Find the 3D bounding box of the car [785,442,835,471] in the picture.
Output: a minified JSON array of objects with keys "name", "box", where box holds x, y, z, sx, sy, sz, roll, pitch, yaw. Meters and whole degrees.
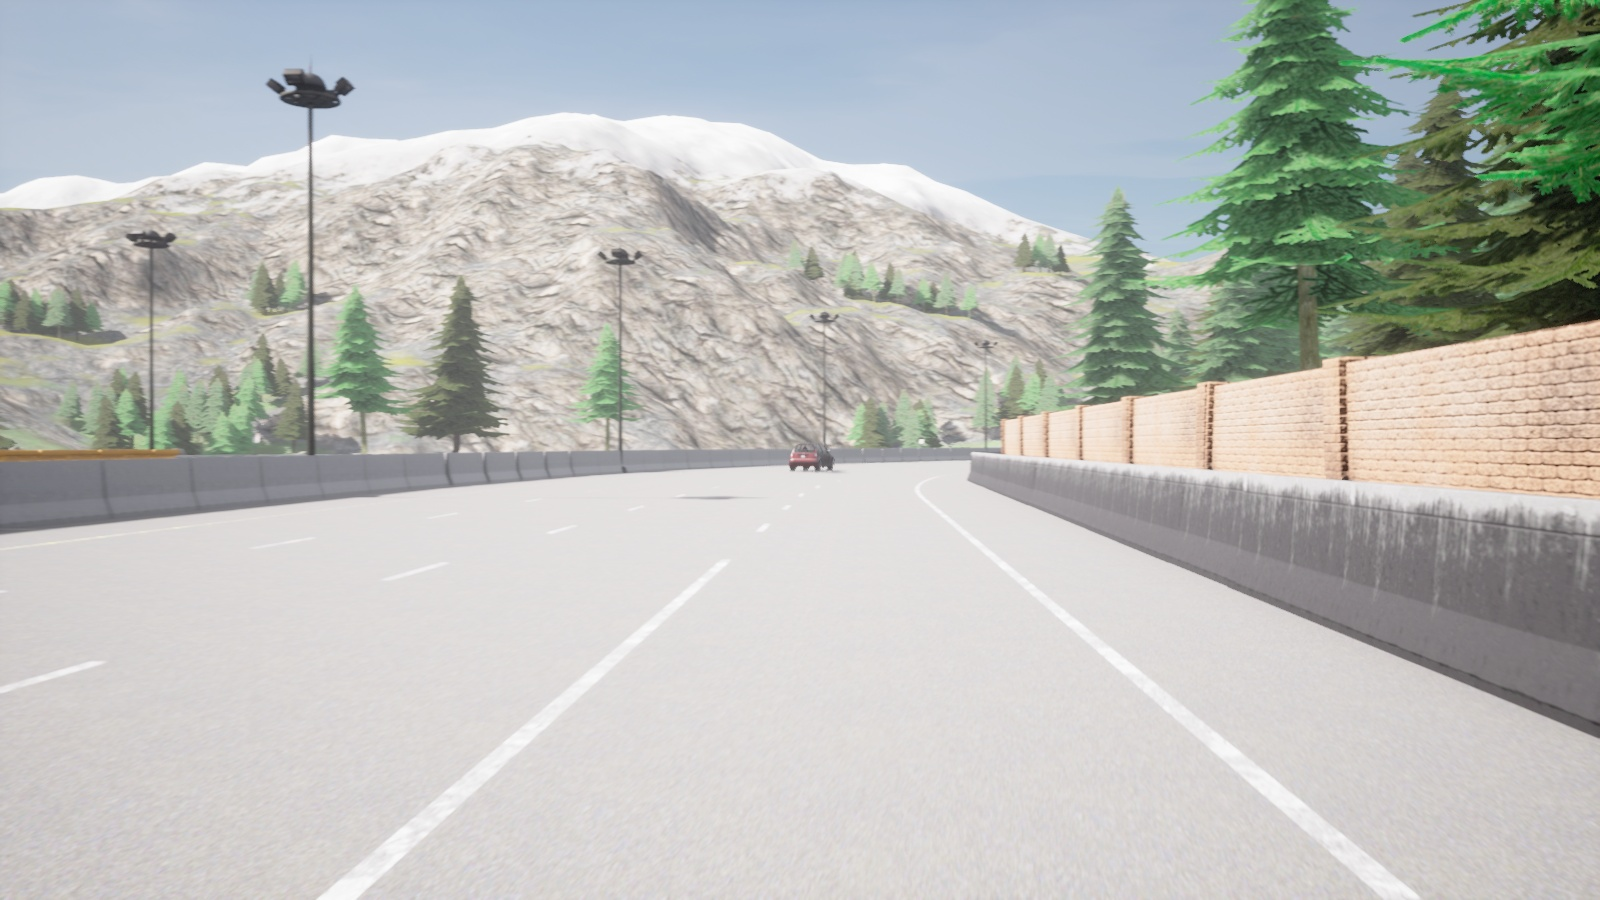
[{"name":"car","box":[0.604,0.348,71.566,1.851,1.617,3.988,0,0,17]}]
